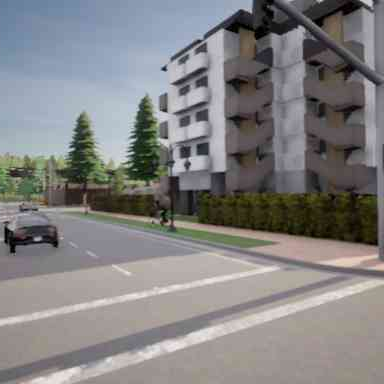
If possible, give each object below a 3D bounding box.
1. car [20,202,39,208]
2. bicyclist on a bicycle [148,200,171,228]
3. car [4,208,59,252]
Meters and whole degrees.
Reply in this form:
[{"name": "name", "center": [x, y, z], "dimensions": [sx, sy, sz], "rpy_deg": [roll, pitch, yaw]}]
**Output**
[{"name": "car", "center": [-21.587, 1.997, 43.969], "dimensions": [1.895, 1.301, 4.718], "rpy_deg": [-1, 0, -32]}, {"name": "bicyclist on a bicycle", "center": [-1.918, 1.332, 20.014], "dimensions": [1.656, 1.620, 0.582], "rpy_deg": [-1, 0, -32]}, {"name": "car", "center": [-7.168, 1.657, 14.756], "dimensions": [1.812, 1.442, 4.674], "rpy_deg": [-1, 0, -32]}]
